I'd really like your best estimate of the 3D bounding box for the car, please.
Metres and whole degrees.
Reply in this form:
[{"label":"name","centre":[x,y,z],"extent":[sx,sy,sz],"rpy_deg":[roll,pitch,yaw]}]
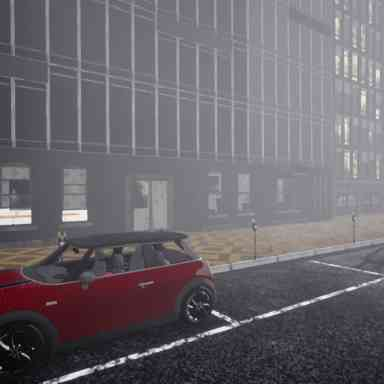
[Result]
[{"label":"car","centre":[-1.626,1.440,5.405],"extent":[4.097,1.590,1.967],"rpy_deg":[0,0,-35]}]
